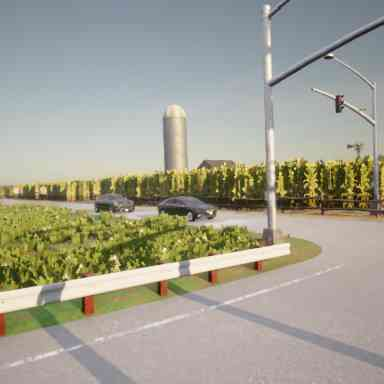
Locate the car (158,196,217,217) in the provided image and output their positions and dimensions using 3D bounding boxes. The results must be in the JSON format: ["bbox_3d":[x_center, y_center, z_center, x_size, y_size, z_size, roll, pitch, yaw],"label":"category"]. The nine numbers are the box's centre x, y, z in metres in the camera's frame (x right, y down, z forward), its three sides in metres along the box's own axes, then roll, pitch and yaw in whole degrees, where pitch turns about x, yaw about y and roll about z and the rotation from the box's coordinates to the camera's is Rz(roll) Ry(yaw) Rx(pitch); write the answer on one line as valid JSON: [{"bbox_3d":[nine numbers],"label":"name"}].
[{"bbox_3d":[-0.413,1.077,22.249,1.837,1.490,4.892,-4,2,-40],"label":"car"}]

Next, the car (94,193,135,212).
[{"bbox_3d":[-7.055,0.964,30.062,2.097,1.767,4.553,-4,2,-40],"label":"car"}]
